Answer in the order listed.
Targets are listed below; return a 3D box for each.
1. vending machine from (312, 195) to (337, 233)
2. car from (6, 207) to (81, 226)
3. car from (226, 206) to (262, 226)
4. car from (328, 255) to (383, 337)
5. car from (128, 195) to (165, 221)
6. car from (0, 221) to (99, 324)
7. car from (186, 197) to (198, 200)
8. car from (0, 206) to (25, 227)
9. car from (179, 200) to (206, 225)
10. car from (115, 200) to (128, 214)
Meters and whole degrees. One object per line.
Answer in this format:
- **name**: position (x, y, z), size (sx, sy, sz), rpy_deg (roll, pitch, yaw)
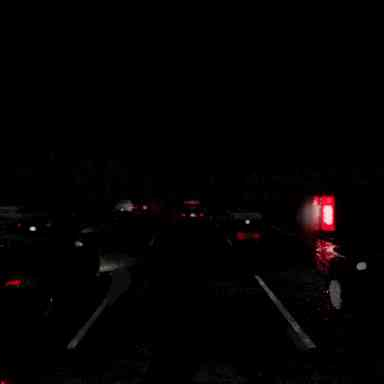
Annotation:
- **vending machine**: position (7.515, 1.201, 18.917), size (1.100, 2.100, 0.880), rpy_deg (0, 0, 0)
- **car**: position (-6.950, 1.580, 16.526), size (1.994, 1.385, 4.181), rpy_deg (0, 0, 0)
- **car**: position (3.535, 1.613, 23.386), size (1.895, 1.301, 4.718), rpy_deg (0, 0, 0)
- **car**: position (3.576, 1.478, 4.523), size (1.882, 1.535, 5.008), rpy_deg (0, 0, 0)
- **car**: position (-3.477, 1.241, 27.167), size (2.150, 2.045, 5.566), rpy_deg (0, 0, 0)
- **car**: position (-3.445, 1.571, 7.181), size (1.994, 1.385, 4.181), rpy_deg (0, 0, 0)
- **car**: position (-0.019, 1.377, 41.809), size (2.097, 1.767, 4.553), rpy_deg (0, 0, 0)
- **car**: position (-10.455, 1.546, 19.643), size (1.812, 1.442, 4.674), rpy_deg (0, 0, 0)
- **car**: position (0.033, 1.562, 24.149), size (2.033, 1.411, 5.357), rpy_deg (0, 0, 0)
- **car**: position (-7.002, 1.553, 35.655), size (1.812, 1.442, 4.674), rpy_deg (0, 0, 0)
